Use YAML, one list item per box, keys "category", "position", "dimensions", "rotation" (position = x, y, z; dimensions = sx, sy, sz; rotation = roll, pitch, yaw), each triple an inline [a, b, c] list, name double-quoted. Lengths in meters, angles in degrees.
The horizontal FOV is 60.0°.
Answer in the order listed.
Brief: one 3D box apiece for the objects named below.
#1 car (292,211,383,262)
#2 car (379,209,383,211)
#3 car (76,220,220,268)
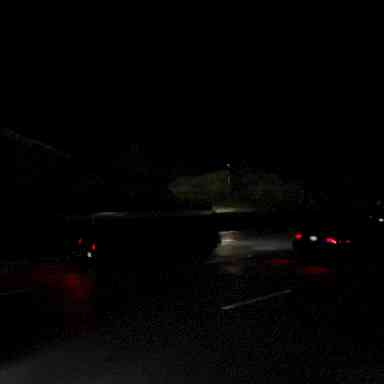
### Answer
- category: "car"
  position: [6.021, 1.602, 12.330]
  dimensions: [5.357, 1.411, 2.033]
  rotation: [1, 0, -35]
- category: "car"
  position: [13.359, 1.751, 21.868]
  dimensions: [4.181, 1.385, 1.994]
  rotation: [1, -1, -35]
- category: "car"
  position: [-1.317, 1.617, 11.403]
  dimensions: [4.718, 1.301, 1.895]
  rotation: [0, 0, -35]
